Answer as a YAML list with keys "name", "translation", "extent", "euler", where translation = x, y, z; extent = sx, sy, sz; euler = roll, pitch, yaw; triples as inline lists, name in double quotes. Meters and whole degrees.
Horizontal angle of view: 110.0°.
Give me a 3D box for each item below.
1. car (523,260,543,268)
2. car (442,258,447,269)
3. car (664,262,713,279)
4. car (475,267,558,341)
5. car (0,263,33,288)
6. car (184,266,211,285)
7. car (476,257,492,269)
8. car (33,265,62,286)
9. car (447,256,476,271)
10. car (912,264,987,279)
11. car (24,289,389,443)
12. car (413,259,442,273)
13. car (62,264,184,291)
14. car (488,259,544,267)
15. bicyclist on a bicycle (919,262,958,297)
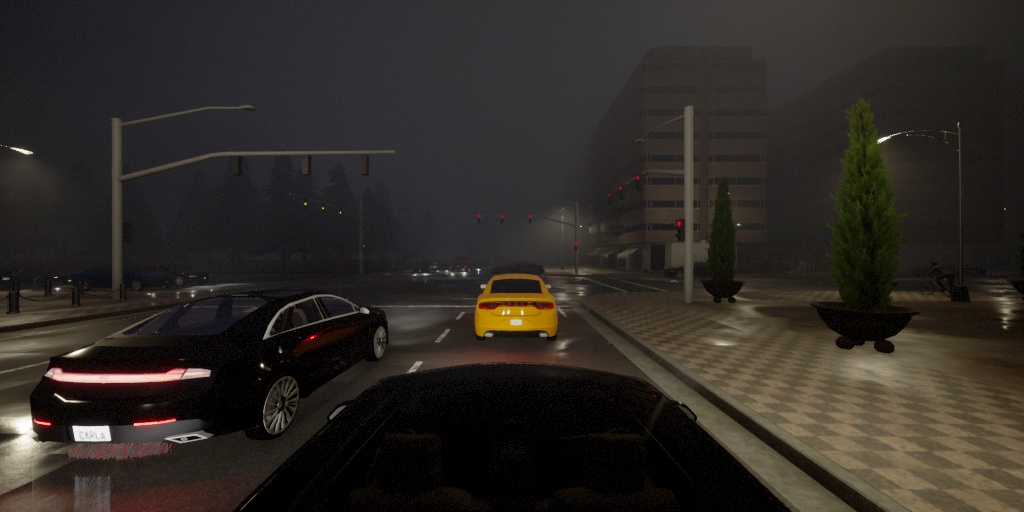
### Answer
- name: "car"
  translation: [3.661, 1.351, 62.773]
  extent: [1.895, 1.301, 4.718]
  euler: [0, 0, 25]
- name: "car"
  translation: [-9.750, 1.102, 52.916]
  extent: [2.097, 1.767, 4.553]
  euler: [0, 0, 7]
- name: "car"
  translation: [16.397, 1.283, 32.534]
  extent: [5.008, 1.535, 1.882]
  euler: [0, 0, 0]
- name: "car"
  translation: [0.107, 1.228, 9.946]
  extent: [1.882, 1.535, 5.008]
  euler: [0, 0, 0]
- name: "car"
  translation: [-33.366, 1.027, 21.707]
  extent: [5.566, 2.045, 2.150]
  euler: [0, 0, 0]
- name: "car"
  translation: [-24.015, 1.310, 25.241]
  extent: [4.892, 1.490, 1.837]
  euler: [0, 0, 1]
- name: "car"
  translation: [-5.319, 1.255, 58.541]
  extent: [1.837, 1.490, 4.892]
  euler: [0, 0, 15]
- name: "car"
  translation: [-33.757, 1.353, 25.204]
  extent: [5.357, 1.411, 2.033]
  euler: [0, 0, 0]
- name: "car"
  translation: [-6.709, 0.971, 48.428]
  extent: [2.150, 2.045, 5.566]
  euler: [0, 0, 4]
- name: "car"
  translation: [39.627, 1.406, 32.570]
  extent: [4.718, 1.301, 1.895]
  euler: [0, 0, 0]
- name: "car"
  translation: [-3.423, 1.242, 5.364]
  extent: [2.128, 1.511, 4.902]
  euler: [0, 0, 1]
- name: "car"
  translation: [-10.400, 1.297, 43.601]
  extent: [2.033, 1.411, 5.357]
  euler: [0, 0, 2]
- name: "car"
  translation: [-23.431, 1.283, 21.731]
  extent: [5.008, 1.535, 1.882]
  euler: [0, 0, 0]
- name: "car"
  translation: [0.529, 1.254, 32.498]
  extent: [4.902, 1.511, 2.128]
  euler: [-1, 0, 0]
- name: "bicyclist on a bicycle"
  translation: [20.288, 1.106, 17.061]
  extent: [0.582, 1.620, 1.656]
  euler: [0, 0, 0]
